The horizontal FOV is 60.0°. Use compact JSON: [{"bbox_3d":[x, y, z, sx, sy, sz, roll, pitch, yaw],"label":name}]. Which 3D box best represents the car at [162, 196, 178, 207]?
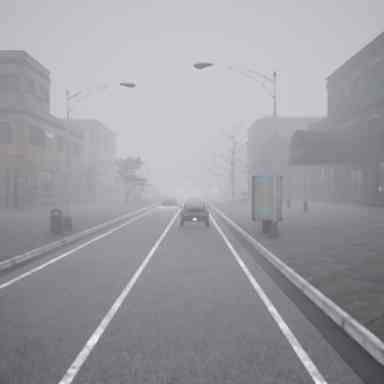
[{"bbox_3d":[-2.924,1.270,45.095,1.994,1.385,4.181,0,0,0],"label":"car"}]

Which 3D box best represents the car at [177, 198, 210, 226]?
[{"bbox_3d":[0.176,1.388,22.644,1.837,1.490,4.892,0,0,0],"label":"car"}]
